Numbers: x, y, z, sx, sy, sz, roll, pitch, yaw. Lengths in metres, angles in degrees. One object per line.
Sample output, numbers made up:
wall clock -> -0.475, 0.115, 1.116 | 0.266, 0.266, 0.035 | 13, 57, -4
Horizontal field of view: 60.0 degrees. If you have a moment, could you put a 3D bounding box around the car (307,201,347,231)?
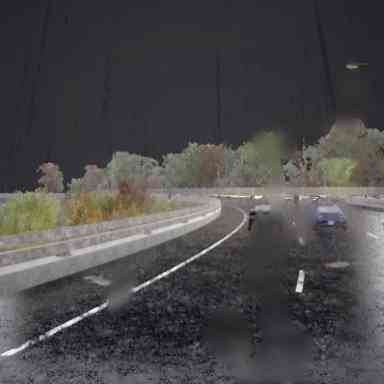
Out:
car -> 8.117, 1.481, 20.250 | 1.812, 1.442, 4.674 | 0, 0, 14

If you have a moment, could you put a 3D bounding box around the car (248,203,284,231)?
car -> 4.561, 1.439, 20.424 | 1.882, 1.535, 5.008 | 0, 0, 14

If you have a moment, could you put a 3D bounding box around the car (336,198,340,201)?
car -> 26.162, 1.461, 62.272 | 1.895, 1.301, 4.718 | 0, 0, 40

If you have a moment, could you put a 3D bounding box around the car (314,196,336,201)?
car -> 16.841, 1.470, 42.849 | 1.994, 1.385, 4.181 | 0, 0, 15
